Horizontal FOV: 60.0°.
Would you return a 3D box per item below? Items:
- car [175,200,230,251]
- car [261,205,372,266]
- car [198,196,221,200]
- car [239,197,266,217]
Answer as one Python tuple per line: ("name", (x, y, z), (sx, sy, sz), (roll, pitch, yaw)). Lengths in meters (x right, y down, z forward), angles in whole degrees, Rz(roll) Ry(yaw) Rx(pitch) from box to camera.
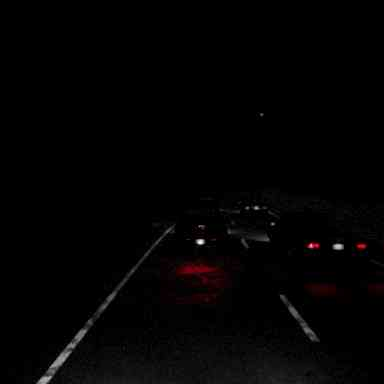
("car", (0.405, 1.299, 13.121), (1.837, 1.490, 4.892), (0, 1, 3))
("car", (3.778, 1.380, 10.827), (2.033, 1.411, 5.357), (0, 1, 3))
("car", (1.472, 1.036, 28.661), (1.812, 1.442, 4.674), (0, 1, 6))
("car", (4.682, 1.117, 25.561), (2.033, 1.411, 5.357), (0, 1, 5))
